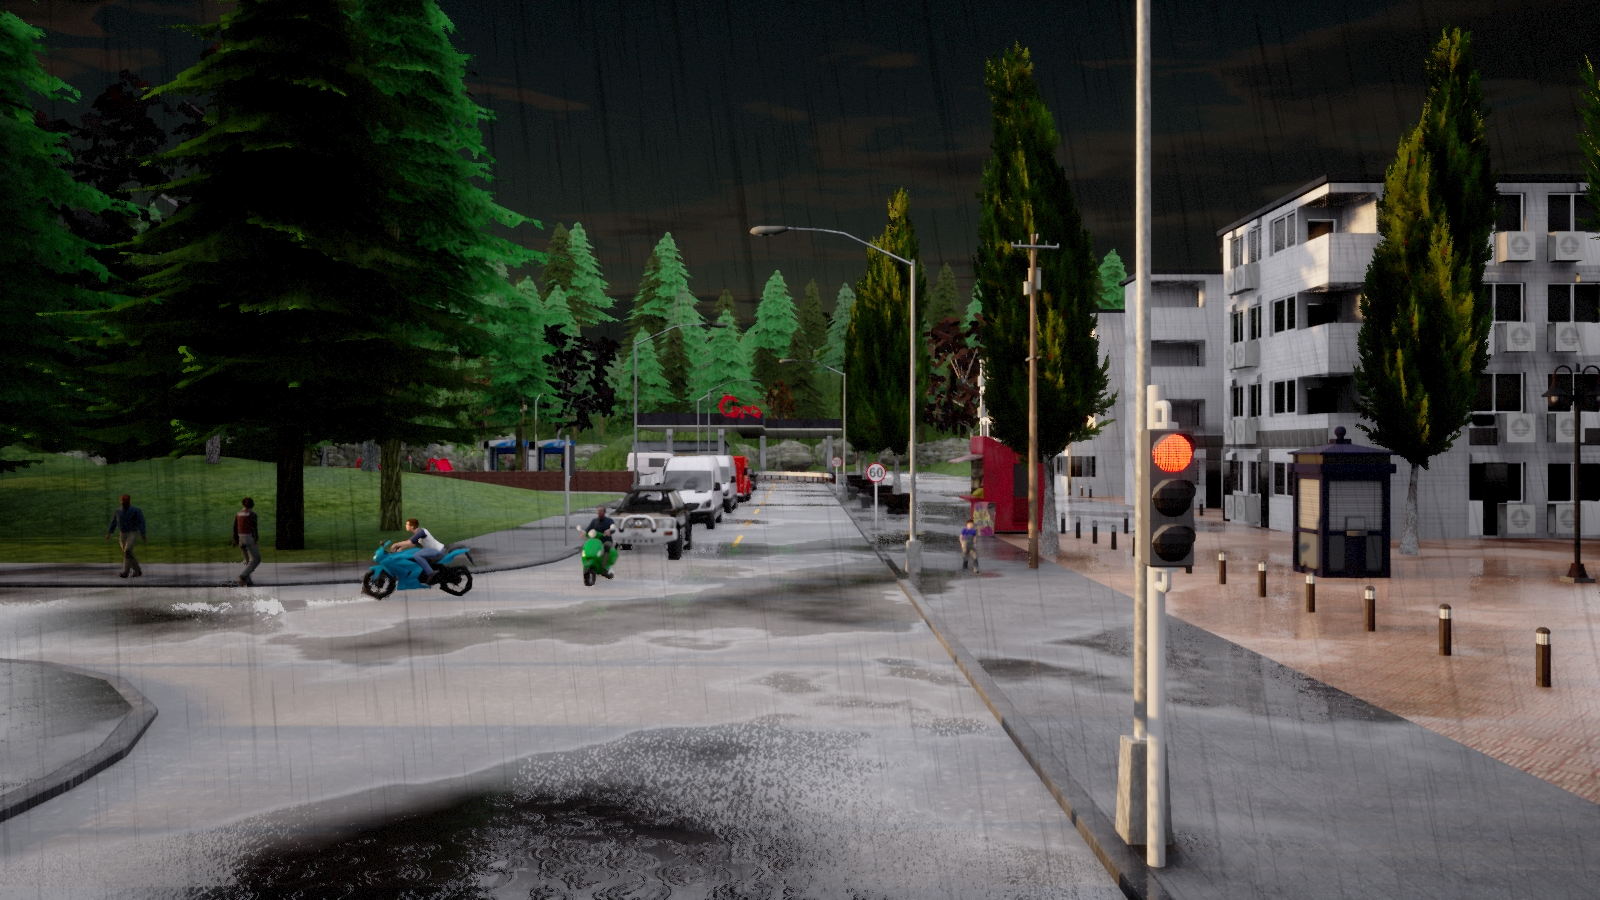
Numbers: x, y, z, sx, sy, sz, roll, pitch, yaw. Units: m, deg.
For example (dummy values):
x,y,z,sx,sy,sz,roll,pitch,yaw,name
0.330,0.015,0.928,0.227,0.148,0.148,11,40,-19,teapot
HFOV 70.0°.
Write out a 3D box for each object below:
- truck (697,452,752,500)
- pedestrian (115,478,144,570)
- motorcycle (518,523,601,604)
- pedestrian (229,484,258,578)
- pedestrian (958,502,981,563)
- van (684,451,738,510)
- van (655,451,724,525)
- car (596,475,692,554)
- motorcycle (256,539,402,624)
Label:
x,y,z,sx,sy,sz,roll,pitch,yaw,name
-3.990,1.338,61.532,2.627,2.467,5.204,0,0,0,truck
-13.804,1.520,23.513,0.375,1.860,0.375,0,0,-1,pedestrian
-4.199,1.959,20.097,0.856,1.236,1.805,0,0,8,motorcycle
-11.224,1.625,23.031,0.375,1.860,0.375,0,0,9,pedestrian
3.722,1.800,25.091,0.375,1.300,0.375,0,0,-12,pedestrian
-4.007,1.306,52.138,1.988,2.561,5.915,0,0,0,van
-4.013,1.308,42.389,1.988,2.561,5.915,0,0,0,van
-4.060,1.639,30.403,1.932,1.855,4.605,0,0,0,car
-7.207,1.990,17.580,2.033,1.145,0.803,0,0,-20,motorcycle
